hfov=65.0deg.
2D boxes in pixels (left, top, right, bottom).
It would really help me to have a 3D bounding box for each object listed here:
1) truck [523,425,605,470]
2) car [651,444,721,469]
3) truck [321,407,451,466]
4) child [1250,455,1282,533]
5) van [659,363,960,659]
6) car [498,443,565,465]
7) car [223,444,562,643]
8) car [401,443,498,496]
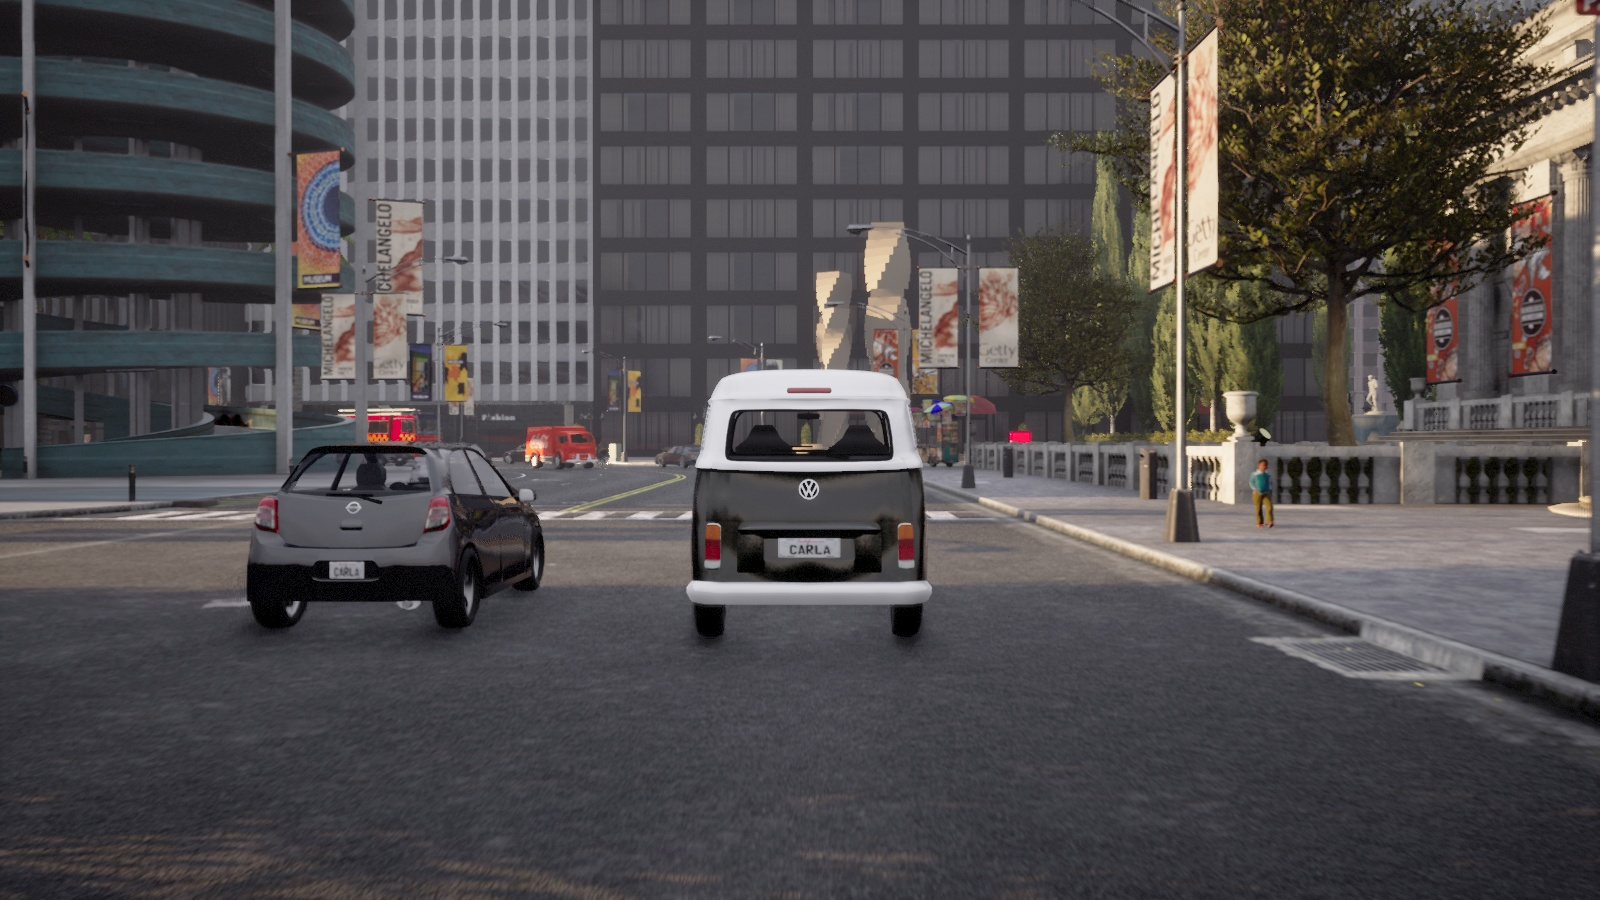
[{"bbox_3d":[-13.708,-0.161,72.745,2.627,2.467,5.204,0,0,-37],"label":"truck"},{"bbox_3d":[-6.886,0.365,75.189,2.033,1.411,5.357,0,0,-31],"label":"car"},{"bbox_3d":[-28.018,-0.919,84.891,8.468,3.827,2.891,0,0,22],"label":"truck"},{"bbox_3d":[7.285,0.678,19.631,0.343,1.192,0.448,0,0,1],"label":"child"},{"bbox_3d":[0.077,0.409,10.891,2.069,2.038,4.480,0,0,0],"label":"van"},{"bbox_3d":[-18.712,0.243,87.486,4.892,1.490,1.837,0,0,37],"label":"car"},{"bbox_3d":[-3.421,0.694,11.290,1.845,1.501,3.633,0,0,0],"label":"car"},{"bbox_3d":[-10.281,0.543,37.070,1.845,1.501,3.633,0,0,0],"label":"car"}]
